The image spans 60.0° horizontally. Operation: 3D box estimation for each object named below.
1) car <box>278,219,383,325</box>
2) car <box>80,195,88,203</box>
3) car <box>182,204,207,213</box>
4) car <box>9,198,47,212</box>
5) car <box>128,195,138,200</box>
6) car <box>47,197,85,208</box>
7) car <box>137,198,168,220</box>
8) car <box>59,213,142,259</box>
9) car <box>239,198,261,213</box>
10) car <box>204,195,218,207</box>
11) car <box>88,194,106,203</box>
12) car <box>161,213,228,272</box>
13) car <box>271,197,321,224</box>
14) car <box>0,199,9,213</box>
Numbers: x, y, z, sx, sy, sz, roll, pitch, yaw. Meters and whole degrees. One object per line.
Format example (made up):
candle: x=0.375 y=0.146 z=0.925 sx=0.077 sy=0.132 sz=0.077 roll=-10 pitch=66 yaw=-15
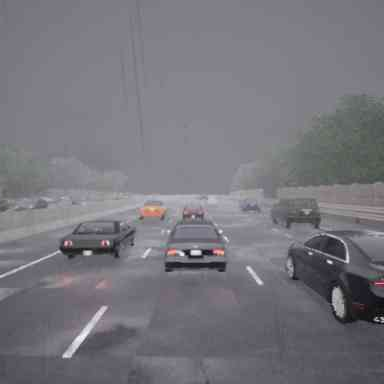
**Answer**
car: x=3.499 y=1.579 z=7.280 sx=1.837 sy=1.490 sz=4.892 roll=0 pitch=0 yaw=0
car: x=-24.514 y=1.526 z=75.406 sx=2.097 sy=1.767 sz=4.553 roll=0 pitch=0 yaw=0
car: x=0.094 y=1.790 z=30.161 sx=1.895 sy=1.301 sz=4.718 roll=0 pitch=0 yaw=0
car: x=-17.593 y=1.558 z=36.686 sx=2.097 sy=1.767 sz=4.553 roll=0 pitch=0 yaw=0
car: x=-14.015 y=1.385 z=79.409 sx=1.882 sy=1.535 sz=5.008 roll=0 pitch=0 yaw=0
car: x=-14.098 y=1.686 z=37.573 sx=1.882 sy=1.535 sz=5.008 roll=0 pitch=0 yaw=0
car: x=-3.406 y=1.541 z=30.454 sx=2.097 sy=1.767 sz=4.553 roll=0 pitch=0 yaw=0
car: x=-3.402 y=1.716 z=13.073 sx=1.895 sy=1.301 sz=4.718 roll=0 pitch=0 yaw=0
car: x=7.091 y=1.569 z=41.210 sx=2.097 sy=1.767 sz=4.553 roll=0 pitch=0 yaw=0
car: x=3.489 y=1.747 z=57.457 sx=1.812 sy=1.442 sz=4.674 roll=0 pitch=0 yaw=0
car: x=-21.014 y=1.396 z=75.346 sx=2.150 sy=2.045 sz=5.566 roll=0 pitch=0 yaw=0
car: x=0.098 y=1.650 z=11.186 sx=2.033 sy=1.411 sz=5.357 roll=0 pitch=0 yaw=0
car: x=7.086 y=1.386 z=23.168 sx=2.150 sy=2.045 sz=5.566 roll=0 pitch=0 yaw=0
car: x=-21.095 y=1.553 z=34.791 sx=2.097 sy=1.767 sz=4.553 roll=0 pitch=0 yaw=0
